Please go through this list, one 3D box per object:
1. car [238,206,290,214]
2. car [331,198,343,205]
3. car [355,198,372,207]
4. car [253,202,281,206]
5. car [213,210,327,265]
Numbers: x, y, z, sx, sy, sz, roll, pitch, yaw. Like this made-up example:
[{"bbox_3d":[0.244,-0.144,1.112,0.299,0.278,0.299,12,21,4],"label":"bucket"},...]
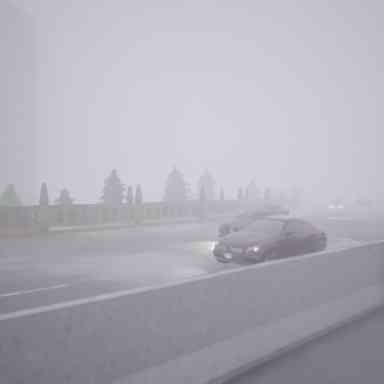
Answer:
[{"bbox_3d":[3.189,1.588,16.126,4.181,1.385,1.994,0,0,-44],"label":"car"},{"bbox_3d":[25.504,1.623,58.579,1.895,1.301,4.718,0,0,22],"label":"car"},{"bbox_3d":[26.032,1.567,50.653,1.994,1.385,4.181,0,0,23],"label":"car"},{"bbox_3d":[4.988,1.509,22.894,1.882,1.535,5.008,0,0,42],"label":"car"},{"bbox_3d":[2.757,1.540,10.966,4.674,1.442,1.812,0,0,-42],"label":"car"}]
